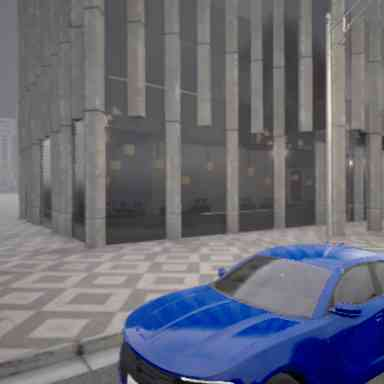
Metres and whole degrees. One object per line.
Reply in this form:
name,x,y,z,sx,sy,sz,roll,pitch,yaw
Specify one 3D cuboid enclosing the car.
car,1.528,1.493,4.412,5.008,1.535,1.882,1,0,-35
